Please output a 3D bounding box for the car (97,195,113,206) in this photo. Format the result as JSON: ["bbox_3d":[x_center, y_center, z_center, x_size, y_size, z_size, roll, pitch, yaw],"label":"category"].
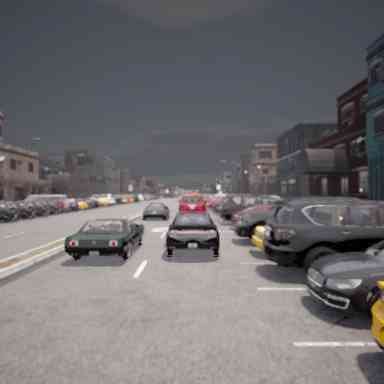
[{"bbox_3d":[-15.489,1.614,52.205,5.008,1.535,2.097,0,0,0],"label":"car"}]

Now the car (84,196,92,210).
[{"bbox_3d":[-15.662,1.551,41.177,5.366,1.575,1.946,0,0,0],"label":"car"}]

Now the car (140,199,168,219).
[{"bbox_3d":[-2.949,1.580,28.216,1.994,1.385,4.181,0,0,1],"label":"car"}]

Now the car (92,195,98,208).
[{"bbox_3d":[-15.472,1.568,43.932,4.892,1.521,2.231,0,0,0],"label":"car"}]

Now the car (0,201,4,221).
[{"bbox_3d":[-15.435,1.365,21.878,4.553,1.767,2.185,0,0,0],"label":"car"}]

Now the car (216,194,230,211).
[{"bbox_3d":[4.742,1.234,22.965,5.566,2.045,2.435,0,0,0],"label":"car"}]

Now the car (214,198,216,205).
[{"bbox_3d":[4.713,1.543,31.426,4.674,1.452,2.002,0,0,0],"label":"car"}]

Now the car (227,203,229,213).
[{"bbox_3d":[4.710,1.521,20.185,4.674,1.452,2.002,0,0,0],"label":"car"}]

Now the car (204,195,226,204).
[{"bbox_3d":[4.755,1.593,70.208,4.553,1.767,2.185,0,0,0],"label":"car"}]

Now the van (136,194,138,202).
[{"bbox_3d":[-15.382,1.582,77.021,4.442,1.987,1.878,0,-1,0],"label":"van"}]

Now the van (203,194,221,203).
[{"bbox_3d":[4.842,1.584,81.325,4.442,1.987,1.878,0,0,0],"label":"van"}]

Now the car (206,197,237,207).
[{"bbox_3d":[4.714,1.600,53.533,4.892,1.521,2.231,0,0,0],"label":"car"}]

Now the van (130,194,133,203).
[{"bbox_3d":[-15.612,1.533,71.506,4.442,1.987,1.878,0,0,0],"label":"van"}]

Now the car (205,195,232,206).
[{"bbox_3d":[4.690,1.509,59.091,4.553,1.767,2.185,0,0,0],"label":"car"}]

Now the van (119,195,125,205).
[{"bbox_3d":[-15.607,1.465,63.233,4.442,1.987,1.878,0,0,0],"label":"van"}]

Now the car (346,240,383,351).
[{"bbox_3d":[4.704,1.479,3.635,5.008,1.535,2.097,0,0,0],"label":"car"}]

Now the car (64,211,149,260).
[{"bbox_3d":[-2.963,1.599,12.383,1.895,1.301,4.718,0,0,1],"label":"car"}]

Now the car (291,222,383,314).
[{"bbox_3d":[4.717,1.479,6.290,4.892,1.521,2.231,0,0,0],"label":"car"}]

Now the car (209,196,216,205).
[{"bbox_3d":[4.710,1.521,36.859,4.892,1.521,2.231,0,0,0],"label":"car"}]

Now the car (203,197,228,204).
[{"bbox_3d":[4.718,1.696,67.425,5.008,1.535,2.097,0,0,0],"label":"car"}]

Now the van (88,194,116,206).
[{"bbox_3d":[-15.603,1.425,57.720,4.442,1.987,1.878,0,0,0],"label":"van"}]

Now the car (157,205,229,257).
[{"bbox_3d":[0.044,1.490,12.996,2.128,1.511,4.902,0,0,1],"label":"car"}]

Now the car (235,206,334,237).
[{"bbox_3d":[4.709,1.519,17.471,4.674,1.452,2.002,0,0,0],"label":"car"}]

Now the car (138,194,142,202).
[{"bbox_3d":[-15.528,1.581,79.779,5.566,2.045,2.435,0,-1,0],"label":"car"}]

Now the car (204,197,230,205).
[{"bbox_3d":[4.728,1.675,64.649,4.892,1.521,2.231,0,0,0],"label":"car"}]

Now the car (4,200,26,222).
[{"bbox_3d":[-15.461,1.498,24.634,4.892,1.521,2.231,0,0,0],"label":"car"}]

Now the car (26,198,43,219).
[{"bbox_3d":[-15.463,1.504,27.391,4.892,1.521,2.231,0,0,0],"label":"car"}]

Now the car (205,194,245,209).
[{"bbox_3d":[4.690,1.316,47.976,5.566,2.045,2.435,0,0,0],"label":"car"}]

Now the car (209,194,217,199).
[{"bbox_3d":[4.689,1.278,39.641,5.566,2.045,2.435,0,0,0],"label":"car"}]

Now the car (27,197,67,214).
[{"bbox_3d":[-15.466,1.521,32.904,4.892,1.521,2.231,0,0,0],"label":"car"}]

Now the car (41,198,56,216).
[{"bbox_3d":[-15.464,1.513,30.148,4.892,1.521,2.231,0,0,0],"label":"car"}]

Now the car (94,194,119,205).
[{"bbox_3d":[-15.513,1.380,54.962,5.566,2.045,2.435,0,0,0],"label":"car"}]

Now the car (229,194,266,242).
[{"bbox_3d":[4.683,1.227,14.753,5.566,2.045,2.435,0,0,0],"label":"car"}]

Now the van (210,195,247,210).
[{"bbox_3d":[4.601,1.316,42.418,4.442,1.987,1.878,0,0,0],"label":"van"}]

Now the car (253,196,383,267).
[{"bbox_3d":[4.740,1.226,9.068,5.566,2.045,2.435,0,0,0],"label":"car"}]

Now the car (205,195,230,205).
[{"bbox_3d":[4.690,1.528,61.872,4.553,1.767,2.185,0,0,0],"label":"car"}]

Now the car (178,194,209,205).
[{"bbox_3d":[0.035,1.236,26.980,2.150,2.045,5.566,0,0,1],"label":"car"}]

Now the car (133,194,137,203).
[{"bbox_3d":[-15.502,1.783,74.262,5.008,1.535,2.097,0,-1,0],"label":"car"}]

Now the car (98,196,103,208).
[{"bbox_3d":[-15.510,1.611,46.691,4.792,1.488,2.163,0,0,0],"label":"car"}]

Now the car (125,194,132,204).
[{"bbox_3d":[-15.306,1.710,65.990,5.366,1.575,1.946,0,0,0],"label":"car"}]

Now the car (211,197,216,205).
[{"bbox_3d":[4.686,1.540,34.081,4.792,1.488,2.163,0,0,0],"label":"car"}]

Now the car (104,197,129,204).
[{"bbox_3d":[-15.491,1.776,68.747,4.674,1.452,2.002,0,0,0],"label":"car"}]

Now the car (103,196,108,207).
[{"bbox_3d":[-15.484,1.637,49.447,4.674,1.452,2.002,0,0,0],"label":"car"}]

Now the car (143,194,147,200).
[{"bbox_3d":[-15.533,1.650,88.054,5.566,2.045,2.435,0,0,0],"label":"car"}]

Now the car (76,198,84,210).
[{"bbox_3d":[-15.473,1.582,38.418,4.674,1.452,2.002,0,0,0],"label":"car"}]

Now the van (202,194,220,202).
[{"bbox_3d":[4.843,1.606,84.104,4.442,1.987,1.878,0,0,0],"label":"van"}]

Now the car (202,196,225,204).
[{"bbox_3d":[4.718,1.741,72.985,5.008,1.535,2.097,0,0,0],"label":"car"}]

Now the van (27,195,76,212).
[{"bbox_3d":[-15.356,1.305,35.786,4.442,1.987,1.878,0,0,0],"label":"van"}]

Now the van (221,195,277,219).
[{"bbox_3d":[4.832,1.270,28.522,4.442,1.987,1.878,0,0,0],"label":"van"}]
